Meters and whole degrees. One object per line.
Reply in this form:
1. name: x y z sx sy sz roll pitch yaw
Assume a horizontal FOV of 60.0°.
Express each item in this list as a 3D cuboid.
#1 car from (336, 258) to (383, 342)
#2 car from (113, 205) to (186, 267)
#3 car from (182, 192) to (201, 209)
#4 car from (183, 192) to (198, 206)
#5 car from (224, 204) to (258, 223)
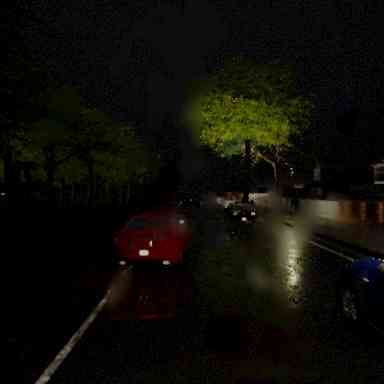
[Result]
1. car: 3.585 1.332 3.995 2.097 1.767 4.553 0 0 0
2. car: -1.271 1.426 11.175 1.882 1.535 5.008 0 0 0
3. car: -0.095 1.069 42.444 2.150 2.045 5.566 0 0 0
4. car: -0.226 1.004 53.191 2.150 2.045 5.566 0 0 0
5. car: 3.495 1.503 24.613 1.895 1.301 4.718 0 0 0
